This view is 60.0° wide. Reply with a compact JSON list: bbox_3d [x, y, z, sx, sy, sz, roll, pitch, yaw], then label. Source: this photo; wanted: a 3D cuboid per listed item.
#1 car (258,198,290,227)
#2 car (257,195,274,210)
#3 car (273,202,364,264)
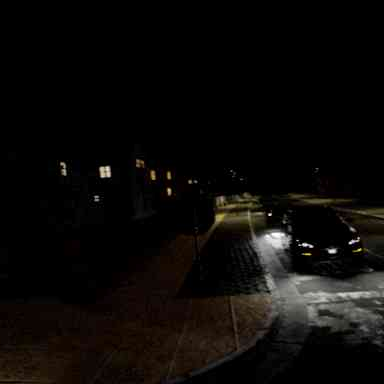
[{"bbox_3d":[5.372,1.242,20.468,1.895,1.301,4.718,-6,0,9],"label":"car"},{"bbox_3d":[7.467,1.068,33.191,2.033,1.411,5.357,-6,-1,10],"label":"car"},{"bbox_3d":[3.967,1.243,10.941,1.837,1.490,4.892,-6,0,9],"label":"car"}]
